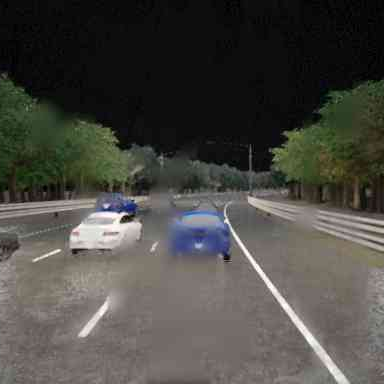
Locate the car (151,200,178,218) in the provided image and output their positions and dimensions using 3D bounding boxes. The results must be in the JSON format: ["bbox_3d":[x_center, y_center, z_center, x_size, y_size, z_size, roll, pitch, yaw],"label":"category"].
[{"bbox_3d":[-2.275,1.432,28.300,1.812,1.442,4.674,0,0,4],"label":"car"}]

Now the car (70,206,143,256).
[{"bbox_3d":[-3.141,1.474,12.856,1.812,1.442,4.674,0,0,2],"label":"car"}]

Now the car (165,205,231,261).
[{"bbox_3d":[0.334,1.433,12.118,1.882,1.535,5.008,0,0,2],"label":"car"}]

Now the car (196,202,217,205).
[{"bbox_3d":[1.178,1.477,27.594,1.994,1.385,4.181,0,0,4],"label":"car"}]

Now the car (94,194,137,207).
[{"bbox_3d":[-5.939,1.129,26.439,2.150,2.045,5.566,0,0,4],"label":"car"}]

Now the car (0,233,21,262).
[{"bbox_3d":[-6.806,1.507,8.839,2.033,1.411,5.357,0,0,2],"label":"car"}]
